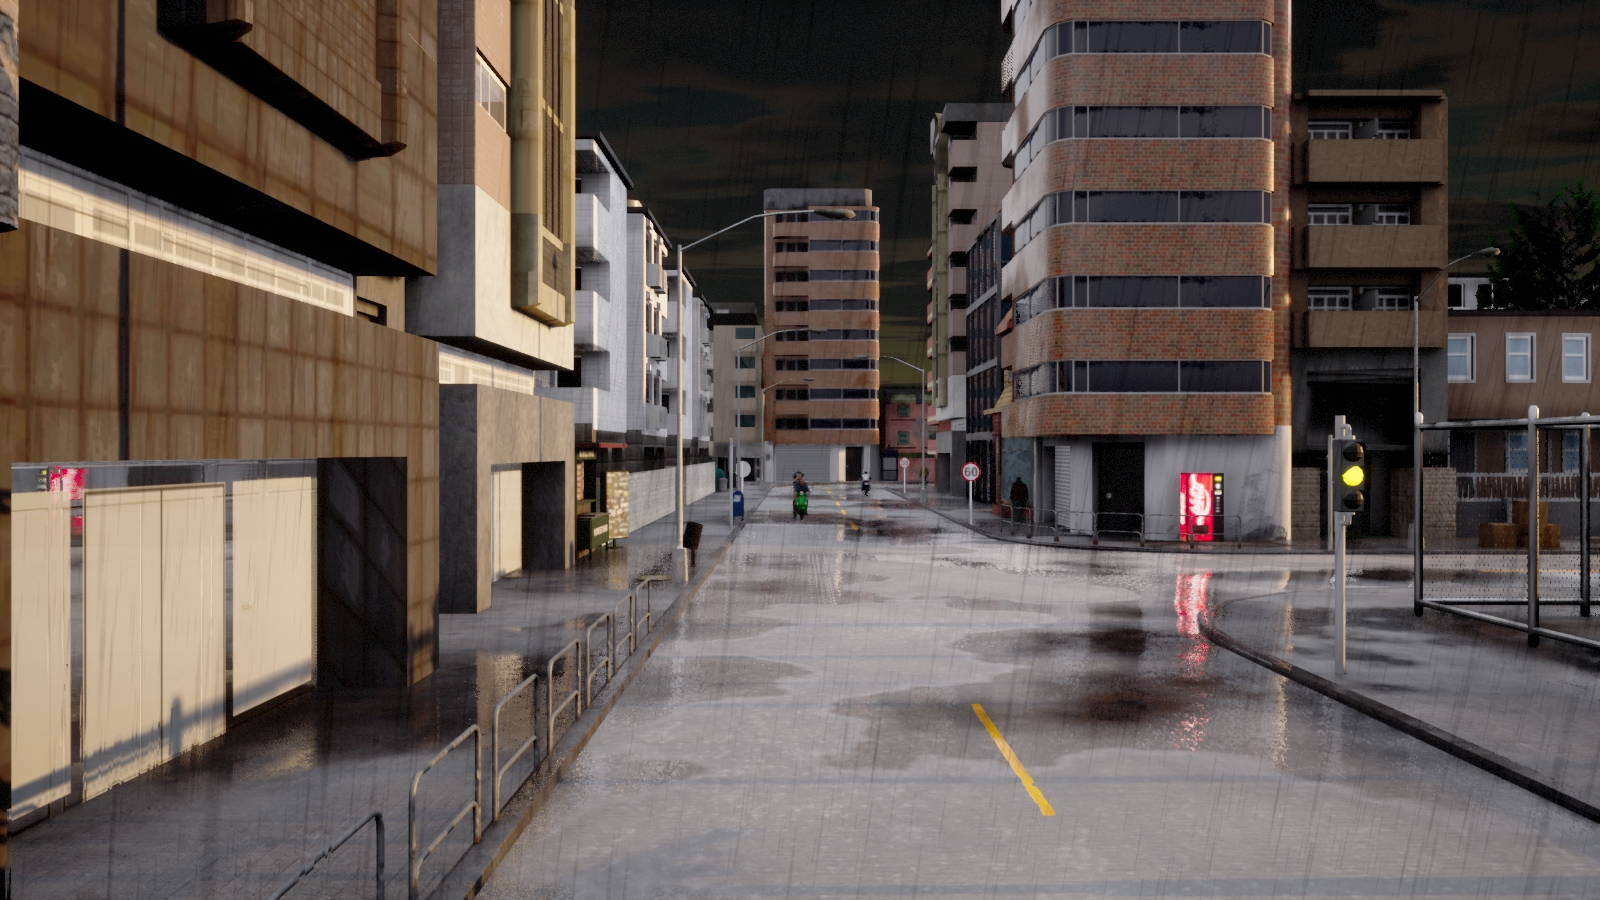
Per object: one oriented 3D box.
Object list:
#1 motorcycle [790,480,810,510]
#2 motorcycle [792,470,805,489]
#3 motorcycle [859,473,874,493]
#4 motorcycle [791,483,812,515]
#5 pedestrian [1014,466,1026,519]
[{"bbox_3d":[0.019,1.970,50.389,0.856,1.236,1.805,0,0,0],"label":"motorcycle"},{"bbox_3d":[-0.129,1.998,77.068,0.867,1.251,2.209,0,0,0],"label":"motorcycle"},{"bbox_3d":[4.040,2.004,69.950,0.803,1.145,2.033,0,0,0],"label":"motorcycle"},{"bbox_3d":[0.063,1.970,46.521,0.856,1.236,1.805,0,0,0],"label":"motorcycle"},{"bbox_3d":[7.855,1.523,40.850,0.375,1.860,0.375,0,0,3],"label":"pedestrian"}]
